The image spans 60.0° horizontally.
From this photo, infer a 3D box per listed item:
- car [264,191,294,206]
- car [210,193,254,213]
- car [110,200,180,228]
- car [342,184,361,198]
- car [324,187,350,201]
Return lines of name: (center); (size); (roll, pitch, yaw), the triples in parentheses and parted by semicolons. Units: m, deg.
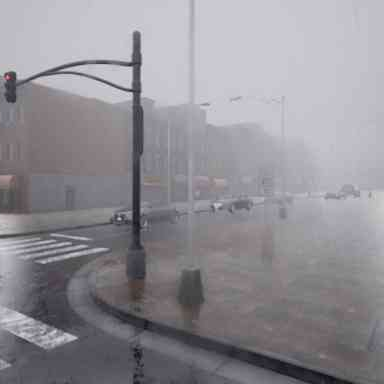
car: (9.252, 0.608, 35.237); (1.812, 1.442, 4.674); (0, 2, 36)
car: (3.279, 0.830, 26.882); (2.128, 1.511, 4.902); (0, 2, 36)
car: (-2.558, 1.162, 18.704); (1.994, 1.385, 4.181); (0, 2, 36)
car: (24.734, -0.193, 51.830); (2.150, 2.045, 5.566); (0, 1, 35)
car: (18.852, 0.407, 43.613); (1.895, 1.301, 4.718); (0, 1, 36)
